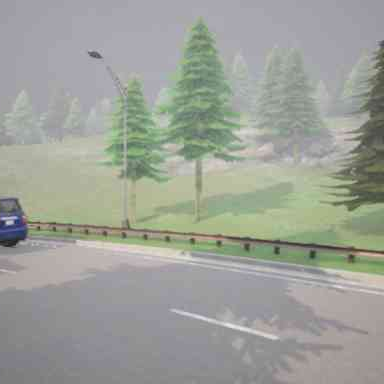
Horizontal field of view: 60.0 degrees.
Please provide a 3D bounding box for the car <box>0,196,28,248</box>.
[{"bbox_3d":[-8.939,1.161,12.849,5.566,2.045,2.150,0,0,23],"label":"car"}]
